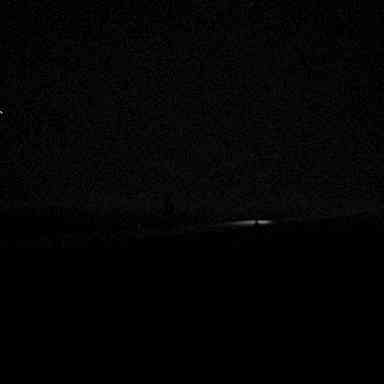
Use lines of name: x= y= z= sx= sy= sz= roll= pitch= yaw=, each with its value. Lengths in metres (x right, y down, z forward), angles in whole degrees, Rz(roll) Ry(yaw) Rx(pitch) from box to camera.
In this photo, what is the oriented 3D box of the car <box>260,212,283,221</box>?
car: x=12.239 y=3.701 z=51.206 sx=1.895 sy=1.301 sz=4.718 roll=-2 pitch=-3 yaw=35
